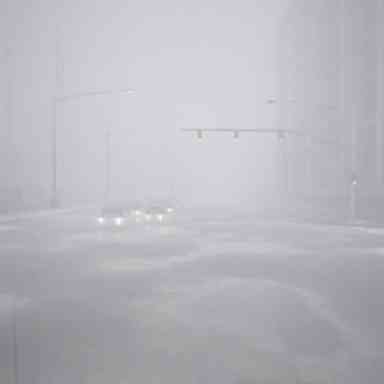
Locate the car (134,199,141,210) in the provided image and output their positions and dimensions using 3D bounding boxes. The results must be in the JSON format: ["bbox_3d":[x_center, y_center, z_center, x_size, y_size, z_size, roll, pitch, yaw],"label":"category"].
[{"bbox_3d":[-6.924,1.475,40.731,1.895,1.301,4.718,0,0,1],"label":"car"}]

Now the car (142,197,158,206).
[{"bbox_3d":[-6.646,1.436,53.527,1.895,1.301,4.718,0,0,2],"label":"car"}]

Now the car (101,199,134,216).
[{"bbox_3d":[-7.102,1.381,31.391,1.882,1.535,5.008,0,0,1],"label":"car"}]

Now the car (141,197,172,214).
[{"bbox_3d":[-3.555,1.442,34.174,2.033,1.411,5.357,0,0,1],"label":"car"}]

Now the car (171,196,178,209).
[{"bbox_3d":[-3.345,1.430,43.591,1.994,1.385,4.181,0,0,3],"label":"car"}]

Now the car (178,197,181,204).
[{"bbox_3d":[-3.026,1.384,58.457,1.994,1.385,4.181,0,0,2],"label":"car"}]
